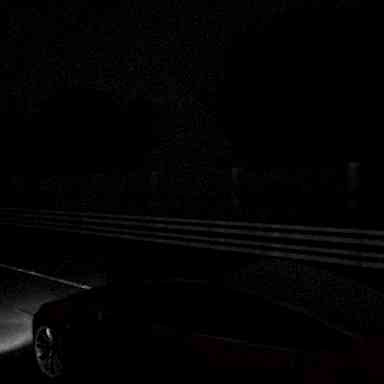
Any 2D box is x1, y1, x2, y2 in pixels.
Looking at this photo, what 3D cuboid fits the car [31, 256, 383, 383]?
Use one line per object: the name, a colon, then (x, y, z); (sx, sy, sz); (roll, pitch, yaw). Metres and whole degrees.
car: (0.161, 1.500, 3.755); (4.792, 1.488, 2.163); (0, 0, 36)
